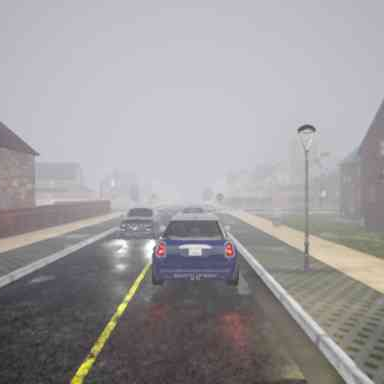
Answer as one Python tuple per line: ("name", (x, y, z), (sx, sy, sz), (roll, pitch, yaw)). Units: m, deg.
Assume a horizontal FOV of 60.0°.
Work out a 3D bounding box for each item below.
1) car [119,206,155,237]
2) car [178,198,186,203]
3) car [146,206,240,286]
("car", (-2.845, 1.603, 18.944), (1.837, 1.490, 4.892), (0, 0, 0))
("car", (-2.751, 2.239, 90.931), (2.033, 1.411, 5.357), (0, -1, 0))
("car", (0.081, 1.396, 9.707), (2.097, 1.767, 4.553), (0, 0, 0))
